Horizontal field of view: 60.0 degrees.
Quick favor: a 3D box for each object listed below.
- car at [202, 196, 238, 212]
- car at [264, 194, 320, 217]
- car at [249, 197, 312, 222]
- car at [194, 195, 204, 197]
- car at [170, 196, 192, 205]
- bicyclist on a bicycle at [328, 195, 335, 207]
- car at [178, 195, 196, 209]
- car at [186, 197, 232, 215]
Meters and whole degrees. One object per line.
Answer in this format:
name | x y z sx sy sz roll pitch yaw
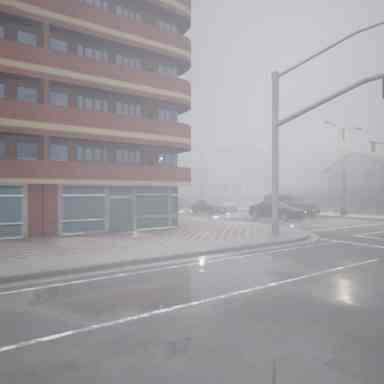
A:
car | 3.256 1.526 38.348 1.812 1.442 4.674 0 0 -35
car | 8.795 1.221 30.302 2.150 2.045 5.566 0 0 -34
car | 6.808 1.478 26.973 1.882 1.535 5.008 0 0 -34
car | 0.728 1.352 62.452 2.097 1.767 4.553 0 0 -35
car | -2.124 1.526 60.506 1.812 1.442 4.674 0 0 -34
bicyclist on a bicycle | 19.295 1.301 45.856 1.656 1.620 0.582 0 0 -35
car | -1.989 1.505 45.952 1.837 1.490 4.892 0 0 -34
car | 1.685 1.526 34.449 1.812 1.442 4.674 0 0 -35
